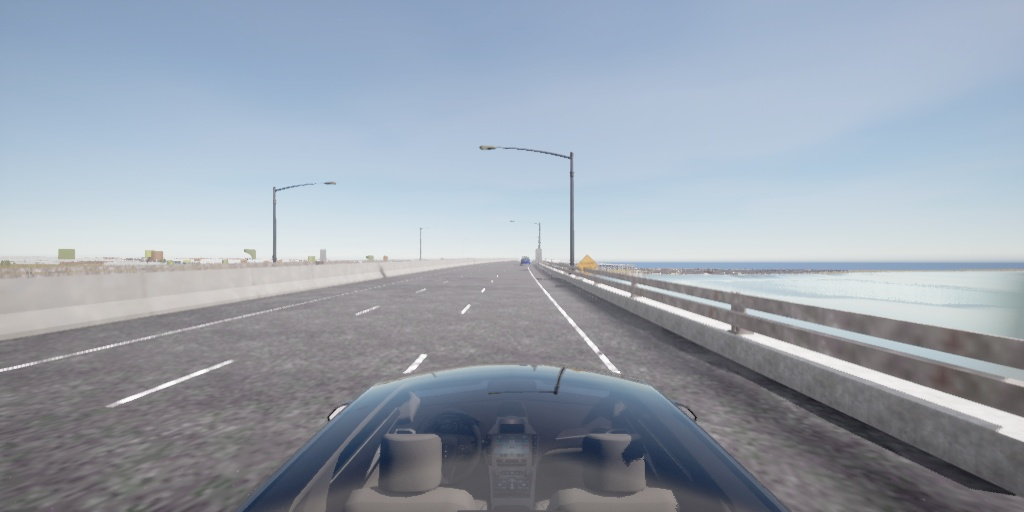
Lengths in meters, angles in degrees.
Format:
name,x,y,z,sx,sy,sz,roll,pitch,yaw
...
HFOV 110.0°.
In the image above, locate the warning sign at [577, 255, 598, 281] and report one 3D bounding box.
name,x,y,z,sx,sy,sz,roll,pitch,yaw
warning sign,4.674,0.851,22.124,1.300,1.860,1.060,0,0,1
